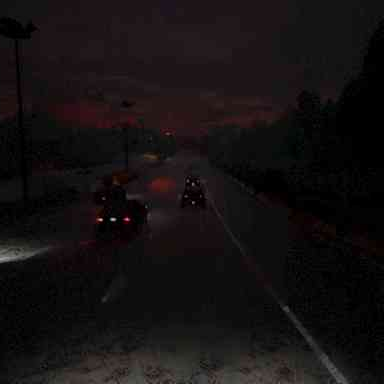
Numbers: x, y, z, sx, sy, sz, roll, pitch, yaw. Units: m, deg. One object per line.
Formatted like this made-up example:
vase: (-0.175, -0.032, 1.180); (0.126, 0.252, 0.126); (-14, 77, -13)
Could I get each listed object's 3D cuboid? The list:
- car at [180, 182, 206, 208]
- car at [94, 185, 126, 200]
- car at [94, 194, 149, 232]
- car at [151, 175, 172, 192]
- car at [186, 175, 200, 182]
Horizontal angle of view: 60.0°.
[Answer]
car: (0.100, 0.339, 26.173); (2.128, 1.511, 4.902); (0, 5, 0)
car: (-6.900, 0.112, 28.396); (1.882, 1.535, 5.008); (0, 6, 0)
car: (-3.401, 1.093, 16.850); (2.033, 1.411, 5.357); (0, 3, 0)
car: (-3.388, -1.111, 37.716); (2.097, 1.767, 4.553); (0, 7, 0)
car: (0.131, -1.562, 43.283); (1.895, 1.301, 4.718); (0, 7, 0)
